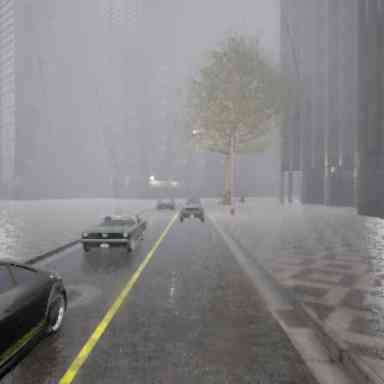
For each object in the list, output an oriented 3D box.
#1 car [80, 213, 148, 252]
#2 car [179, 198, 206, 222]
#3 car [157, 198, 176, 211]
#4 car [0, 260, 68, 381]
[{"bbox_3d":[-3.088,1.604,14.009,1.895,1.301,4.718,0,0,0],"label":"car"},{"bbox_3d":[0.016,1.486,26.257,1.837,1.490,4.892,0,0,0],"label":"car"},{"bbox_3d":[-3.009,1.416,39.157,1.882,1.535,5.008,0,0,1],"label":"car"},{"bbox_3d":[-3.086,1.567,3.901,1.994,1.385,4.181,0,0,0],"label":"car"}]
